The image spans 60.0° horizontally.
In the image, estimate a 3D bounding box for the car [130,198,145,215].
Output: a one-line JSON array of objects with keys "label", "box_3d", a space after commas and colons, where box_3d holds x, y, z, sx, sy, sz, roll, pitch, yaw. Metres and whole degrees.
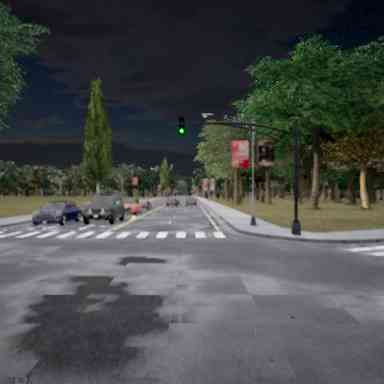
[{"label": "car", "box_3d": [-6.618, 1.479, 35.281, 2.097, 1.767, 4.553, 0, 0, 0]}]

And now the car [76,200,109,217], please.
[{"label": "car", "box_3d": [-9.871, 1.621, 33.453, 1.837, 1.490, 4.892, 0, 0, 0]}]

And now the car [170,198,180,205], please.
[{"label": "car", "box_3d": [-3.350, 1.890, 66.102, 1.895, 1.301, 4.718, 0, 0, 0]}]

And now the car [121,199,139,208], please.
[{"label": "car", "box_3d": [-9.892, 1.768, 53.338, 1.994, 1.385, 4.181, 0, 0, 0]}]

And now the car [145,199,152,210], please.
[{"label": "car", "box_3d": [-6.620, 1.695, 45.310, 1.812, 1.442, 4.674, 0, 0, 1]}]

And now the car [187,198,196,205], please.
[{"label": "car", "box_3d": [-0.100, 1.894, 66.108, 1.895, 1.301, 4.718, 0, 0, 0]}]

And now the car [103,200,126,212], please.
[{"label": "car", "box_3d": [-9.884, 1.757, 42.964, 1.895, 1.301, 4.718, 0, 0, 0]}]

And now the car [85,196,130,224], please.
[{"label": "car", "box_3d": [-6.608, 1.311, 25.608, 2.150, 2.045, 5.566, 0, 0, 0]}]

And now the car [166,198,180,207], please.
[{"label": "car", "box_3d": [-3.333, 1.714, 55.657, 2.128, 1.511, 4.902, 0, 0, 0]}]

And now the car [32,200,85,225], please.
[{"label": "car", "box_3d": [-9.860, 1.434, 24.499, 2.097, 1.767, 4.553, 0, 0, 0]}]

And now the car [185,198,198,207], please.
[{"label": "car", "box_3d": [-0.083, 1.717, 55.661, 2.128, 1.511, 4.902, 0, 0, 0]}]
